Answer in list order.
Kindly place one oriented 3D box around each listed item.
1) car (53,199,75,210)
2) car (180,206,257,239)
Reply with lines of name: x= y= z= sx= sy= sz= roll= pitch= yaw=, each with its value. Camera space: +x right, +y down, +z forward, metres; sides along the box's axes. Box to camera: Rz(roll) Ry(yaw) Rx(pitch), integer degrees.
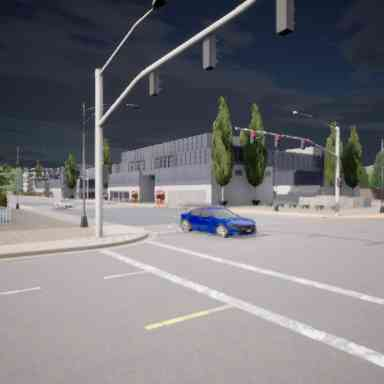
car: x=-16.456 y=1.592 z=42.639 sx=1.812 sy=1.442 sz=4.674 roll=0 pitch=1 yaw=-36
car: x=1.266 y=1.548 z=17.883 sx=1.882 sy=1.535 sz=5.008 roll=0 pitch=1 yaw=-36
